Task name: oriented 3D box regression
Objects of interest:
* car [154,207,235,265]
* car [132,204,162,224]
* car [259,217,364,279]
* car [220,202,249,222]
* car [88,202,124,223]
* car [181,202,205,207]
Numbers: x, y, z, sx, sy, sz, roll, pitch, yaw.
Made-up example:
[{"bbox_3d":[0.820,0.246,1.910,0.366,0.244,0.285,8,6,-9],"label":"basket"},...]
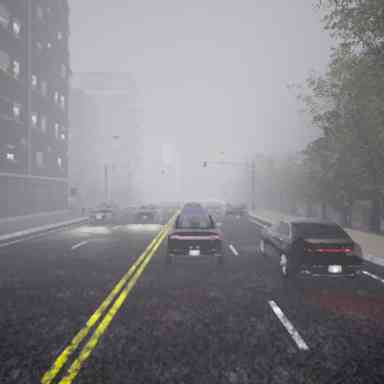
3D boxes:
[{"bbox_3d":[0.085,1.515,11.820,2.128,1.511,4.902,0,0,0],"label":"car"},{"bbox_3d":[-3.336,1.620,25.566,1.994,1.385,4.181,0,0,0],"label":"car"},{"bbox_3d":[3.327,1.526,10.120,1.837,1.490,4.892,0,0,0],"label":"car"},{"bbox_3d":[3.336,1.548,26.441,2.128,1.511,4.902,0,0,0],"label":"car"},{"bbox_3d":[-6.584,1.549,25.989,2.128,1.511,4.902,0,0,0],"label":"car"},{"bbox_3d":[0.088,1.537,27.377,1.882,1.535,5.008,0,0,0],"label":"car"}]
